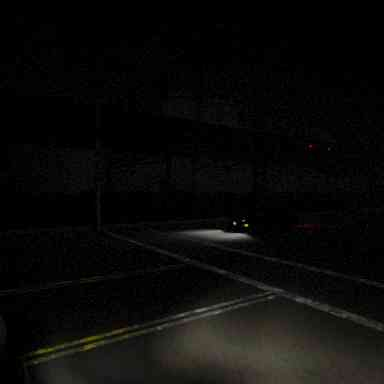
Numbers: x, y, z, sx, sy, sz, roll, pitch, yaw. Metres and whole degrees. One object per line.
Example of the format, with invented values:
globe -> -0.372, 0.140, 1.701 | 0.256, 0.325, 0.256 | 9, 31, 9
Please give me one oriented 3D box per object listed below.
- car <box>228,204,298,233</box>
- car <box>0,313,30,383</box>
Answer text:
car -> 4.354, 1.505, 19.999 | 4.892, 1.490, 1.837 | 0, 0, -36
car -> -3.640, 1.221, 1.180 | 5.566, 2.045, 2.150 | 0, 0, -35
